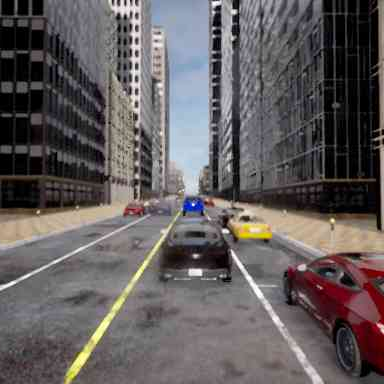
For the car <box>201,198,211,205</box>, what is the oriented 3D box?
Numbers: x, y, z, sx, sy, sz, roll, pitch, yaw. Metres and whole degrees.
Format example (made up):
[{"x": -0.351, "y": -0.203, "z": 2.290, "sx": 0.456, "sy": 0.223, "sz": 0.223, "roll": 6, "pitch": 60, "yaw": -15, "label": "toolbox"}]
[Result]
[{"x": 2.780, "y": 1.880, "z": 66.628, "sx": 1.947, "sy": 1.339, "sz": 4.313, "roll": 1, "pitch": 0, "yaw": 0, "label": "car"}]

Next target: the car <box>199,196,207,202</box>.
[{"x": 2.808, "y": 1.862, "z": 88.936, "sx": 1.967, "sy": 1.590, "sz": 4.097, "roll": 1, "pitch": 0, "yaw": 0, "label": "car"}]

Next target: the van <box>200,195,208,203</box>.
[{"x": 2.796, "y": 1.709, "z": 77.782, "sx": 1.690, "sy": 1.788, "sz": 3.998, "roll": 1, "pitch": 0, "yaw": 0, "label": "van"}]

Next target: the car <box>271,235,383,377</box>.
[{"x": 2.707, "y": 1.607, "z": 5.278, "sx": 1.802, "sy": 1.307, "sz": 4.206, "roll": 1, "pitch": 0, "yaw": 0, "label": "car"}]

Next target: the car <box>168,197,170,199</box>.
[{"x": -5.607, "y": 1.832, "z": 60.977, "sx": 1.887, "sy": 1.381, "sz": 4.507, "roll": 1, "pitch": 0, "yaw": 0, "label": "car"}]

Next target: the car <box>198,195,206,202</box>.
[{"x": 2.816, "y": 1.764, "z": 94.514, "sx": 2.192, "sy": 1.841, "sz": 5.009, "roll": 1, "pitch": 0, "yaw": 0, "label": "car"}]

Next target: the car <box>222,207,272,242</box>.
[{"x": 2.722, "y": 1.604, "z": 16.603, "sx": 1.752, "sy": 1.417, "sz": 4.829, "roll": 1, "pitch": 0, "yaw": 0, "label": "car"}]

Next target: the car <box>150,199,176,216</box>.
[{"x": -3.059, "y": 1.723, "z": 33.977, "sx": 1.994, "sy": 1.385, "sz": 4.181, "roll": 0, "pitch": 0, "yaw": 0, "label": "car"}]

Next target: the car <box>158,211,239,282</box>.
[{"x": 0.092, "y": 1.554, "z": 9.919, "sx": 1.837, "sy": 1.490, "sz": 4.892, "roll": 0, "pitch": 0, "yaw": 0, "label": "car"}]

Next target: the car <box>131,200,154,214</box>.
[{"x": -5.633, "y": 1.732, "z": 38.676, "sx": 2.008, "sy": 1.369, "sz": 4.403, "roll": 1, "pitch": 0, "yaw": 0, "label": "car"}]

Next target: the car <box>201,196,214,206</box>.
[{"x": 2.777, "y": 1.603, "z": 61.052, "sx": 2.192, "sy": 1.841, "sz": 5.009, "roll": 1, "pitch": 0, "yaw": 0, "label": "car"}]

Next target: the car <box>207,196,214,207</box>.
[{"x": 2.767, "y": 1.806, "z": 55.473, "sx": 1.887, "sy": 1.381, "sz": 4.507, "roll": 1, "pitch": 0, "yaw": 0, "label": "car"}]

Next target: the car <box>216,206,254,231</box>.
[{"x": 2.727, "y": 1.669, "z": 22.010, "sx": 1.947, "sy": 1.339, "sz": 4.313, "roll": 1, "pitch": 0, "yaw": 0, "label": "car"}]

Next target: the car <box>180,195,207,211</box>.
[{"x": 0.140, "y": 1.391, "z": 36.029, "sx": 2.150, "sy": 2.045, "sz": 5.566, "roll": 0, "pitch": 0, "yaw": 0, "label": "car"}]

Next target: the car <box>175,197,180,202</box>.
[{"x": -2.914, "y": 1.834, "z": 75.468, "sx": 1.812, "sy": 1.442, "sz": 4.674, "roll": 0, "pitch": 0, "yaw": 0, "label": "car"}]

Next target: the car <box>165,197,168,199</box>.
[{"x": -5.614, "y": 1.826, "z": 55.402, "sx": 1.947, "sy": 1.339, "sz": 4.313, "roll": 1, "pitch": 0, "yaw": 0, "label": "car"}]

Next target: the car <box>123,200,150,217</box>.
[{"x": -5.640, "y": 1.700, "z": 33.101, "sx": 1.887, "sy": 1.381, "sz": 4.507, "roll": 1, "pitch": 0, "yaw": 0, "label": "car"}]
